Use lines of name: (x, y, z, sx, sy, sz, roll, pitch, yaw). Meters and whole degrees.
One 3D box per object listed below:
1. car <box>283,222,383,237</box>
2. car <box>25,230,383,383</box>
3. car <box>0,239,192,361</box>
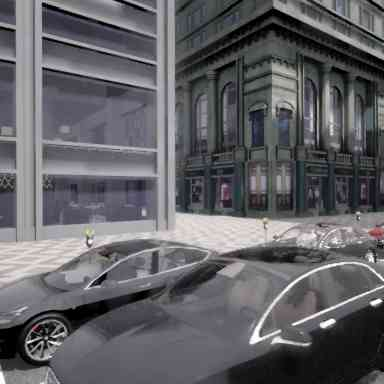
car: (3.403, 1.551, 9.101, 4.403, 1.369, 2.008, 0, 0, -36)
car: (0.875, 1.505, 4.010, 4.892, 1.490, 1.837, 0, 0, -36)
car: (-1.178, 1.566, 5.818, 4.313, 1.339, 1.947, 0, 0, -36)
